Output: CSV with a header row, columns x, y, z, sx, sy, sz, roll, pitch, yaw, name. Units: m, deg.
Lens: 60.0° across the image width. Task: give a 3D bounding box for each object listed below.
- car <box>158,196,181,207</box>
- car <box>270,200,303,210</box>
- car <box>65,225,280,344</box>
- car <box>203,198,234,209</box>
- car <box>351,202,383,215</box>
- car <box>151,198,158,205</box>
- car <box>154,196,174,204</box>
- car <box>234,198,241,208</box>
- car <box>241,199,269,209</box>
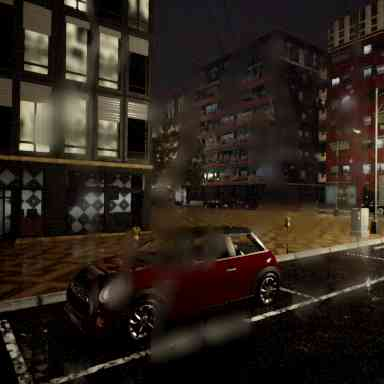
x,y,z,sx,sy,sz,roll,pitch,yaw,name
-3.296,1.733,55.050,1.887,1.381,4.507,1,-1,-35,car
13.362,1.806,45.976,1.802,1.307,4.206,1,-1,-35,car
-0.237,1.441,6.372,4.097,1.590,1.967,0,1,-35,car
3.243,1.677,45.783,2.008,1.369,4.403,1,-1,-35,car
19.901,1.730,36.710,1.947,1.339,4.313,1,-1,-35,car
-6.565,1.763,59.683,1.887,1.381,4.507,1,-1,-35,car
-6.253,1.724,73.779,2.192,1.841,5.009,1,-1,-35,car
6.824,1.725,55.244,1.967,1.590,4.097,1,-1,-35,car
10.093,1.800,50.610,1.887,1.381,4.507,1,-1,-35,car
